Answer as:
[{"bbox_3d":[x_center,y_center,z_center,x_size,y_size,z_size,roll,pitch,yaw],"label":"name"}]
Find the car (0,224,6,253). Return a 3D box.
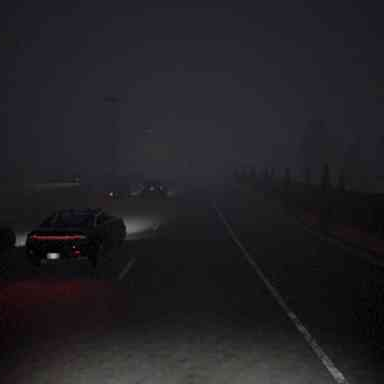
[{"bbox_3d":[-6.904,1.329,9.332,1.812,1.442,4.674,0,2,0],"label":"car"}]

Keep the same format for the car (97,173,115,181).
[{"bbox_3d":[-14.058,-2.445,54.609,2.033,1.411,5.357,0,5,1],"label":"car"}]

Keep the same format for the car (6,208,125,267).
[{"bbox_3d":[-3.404,1.244,10.570,2.128,1.511,4.902,0,3,0],"label":"car"}]

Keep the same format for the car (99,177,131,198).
[{"bbox_3d":[-6.905,-0.304,30.850,1.837,1.490,4.892,0,5,0],"label":"car"}]

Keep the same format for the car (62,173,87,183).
[{"bbox_3d":[-17.578,-2.154,50.954,1.837,1.490,4.892,0,6,0],"label":"car"}]

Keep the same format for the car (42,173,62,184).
[{"bbox_3d":[-21.075,-2.166,50.812,1.882,1.535,5.008,0,5,0],"label":"car"}]

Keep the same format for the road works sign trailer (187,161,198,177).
[{"bbox_3d":[0.050,-5.048,73.158,2.380,3.560,2.880,0,3,3],"label":"road works sign trailer"}]

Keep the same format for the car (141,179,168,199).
[{"bbox_3d":[-3.405,-0.437,30.620,2.097,1.767,4.553,0,5,0],"label":"car"}]
